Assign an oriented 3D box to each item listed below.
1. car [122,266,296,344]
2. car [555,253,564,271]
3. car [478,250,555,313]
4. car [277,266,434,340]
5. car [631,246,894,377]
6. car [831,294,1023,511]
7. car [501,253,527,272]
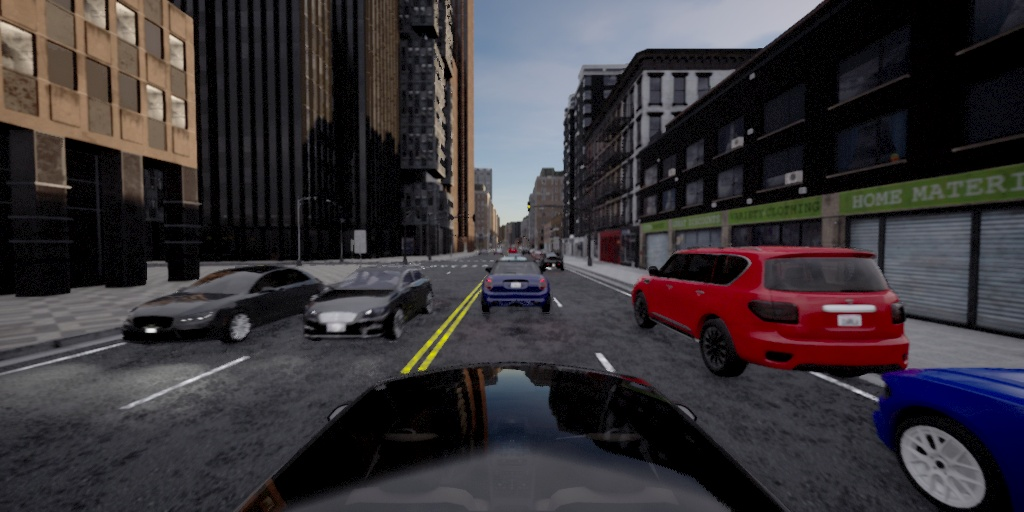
[{"bbox_3d":[-6.585,1.048,8.965,1.837,1.490,4.892,0,1,0],"label":"car"},{"bbox_3d":[3.371,0.434,31.196,1.837,1.490,4.892,0,1,1],"label":"car"},{"bbox_3d":[0.125,0.799,12.489,2.097,1.767,4.553,0,2,0],"label":"car"},{"bbox_3d":[-3.334,1.028,9.249,2.128,1.511,4.902,0,2,0],"label":"car"},{"bbox_3d":[4.236,0.824,7.176,2.150,2.045,5.566,0,2,0],"label":"car"},{"bbox_3d":[4.221,1.246,1.156,1.882,1.535,5.008,0,2,0],"label":"car"},{"bbox_3d":[0.161,0.491,30.654,2.033,1.411,5.357,0,2,0],"label":"car"}]
